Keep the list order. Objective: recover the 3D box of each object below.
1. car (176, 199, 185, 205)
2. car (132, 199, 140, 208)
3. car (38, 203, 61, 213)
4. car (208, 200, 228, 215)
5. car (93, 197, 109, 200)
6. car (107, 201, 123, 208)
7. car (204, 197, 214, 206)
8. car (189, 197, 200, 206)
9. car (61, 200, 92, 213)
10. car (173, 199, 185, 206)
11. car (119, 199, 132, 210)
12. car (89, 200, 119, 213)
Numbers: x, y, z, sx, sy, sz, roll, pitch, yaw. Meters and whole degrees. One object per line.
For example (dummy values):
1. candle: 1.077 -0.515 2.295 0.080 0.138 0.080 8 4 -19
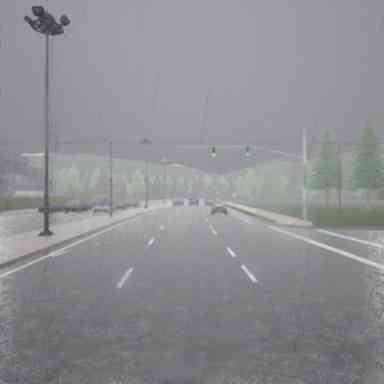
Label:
1. car: -2.823 2.417 81.968 1.994 1.385 4.181 0 -1 1
2. car: -11.236 2.087 63.199 2.097 1.767 4.553 0 -1 1
3. car: -18.706 2.131 44.534 1.895 1.301 4.718 0 -1 2
4. car: 3.261 1.986 40.450 1.812 1.442 4.674 0 -1 1
5. car: -14.944 1.855 53.907 2.150 2.045 5.566 0 -1 1
6. car: -14.718 2.349 63.995 1.895 1.301 4.718 0 -1 1
7. car: 3.961 2.338 71.818 1.812 1.442 4.674 0 -1 1
8. car: 0.454 2.040 71.565 2.150 2.045 5.566 0 -1 1
9. car: -15.222 2.124 44.243 1.895 1.301 4.718 0 -1 2
10. car: -3.039 2.321 71.905 1.837 1.490 4.892 0 -1 1
11. car: -11.459 2.185 53.182 1.994 1.385 4.181 0 -1 1
12. car: -11.713 2.124 44.541 1.895 1.301 4.718 0 -1 2
